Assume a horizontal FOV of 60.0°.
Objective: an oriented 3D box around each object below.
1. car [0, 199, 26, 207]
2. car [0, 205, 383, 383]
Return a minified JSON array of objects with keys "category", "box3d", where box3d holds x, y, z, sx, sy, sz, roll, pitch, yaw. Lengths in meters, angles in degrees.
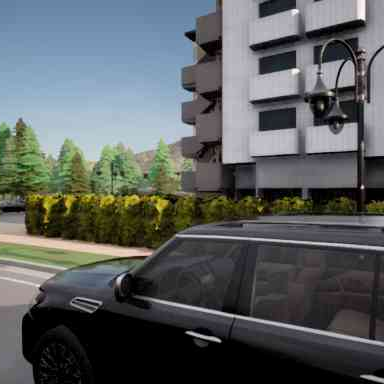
[{"category":"car","box3d":[-18.192,1.491,33.490,2.128,1.511,4.902,0,0,33]},{"category":"car","box3d":[0.743,1.221,3.139,5.566,2.045,2.150,0,0,34]}]
